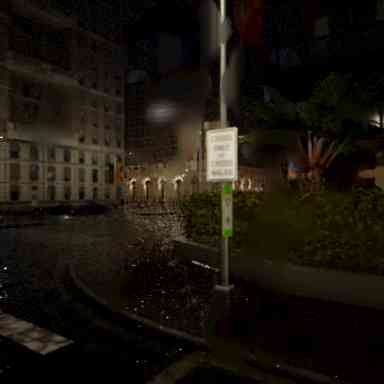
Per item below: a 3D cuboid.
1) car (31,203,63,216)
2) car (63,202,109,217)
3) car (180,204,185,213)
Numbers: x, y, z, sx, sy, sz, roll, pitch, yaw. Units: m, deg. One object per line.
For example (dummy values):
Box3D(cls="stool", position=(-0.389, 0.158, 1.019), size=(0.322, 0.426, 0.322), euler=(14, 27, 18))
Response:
Box3D(cls="car", position=(-14.292, 1.793, 35.102), size=(1.895, 1.301, 4.718), euler=(0, 0, 35))
Box3D(cls="car", position=(-10.612, 1.735, 34.248), size=(1.994, 1.385, 4.181), euler=(0, 0, 35))
Box3D(cls="car", position=(0.728, 1.600, 36.170), size=(1.882, 1.535, 5.008), euler=(0, 0, 35))
